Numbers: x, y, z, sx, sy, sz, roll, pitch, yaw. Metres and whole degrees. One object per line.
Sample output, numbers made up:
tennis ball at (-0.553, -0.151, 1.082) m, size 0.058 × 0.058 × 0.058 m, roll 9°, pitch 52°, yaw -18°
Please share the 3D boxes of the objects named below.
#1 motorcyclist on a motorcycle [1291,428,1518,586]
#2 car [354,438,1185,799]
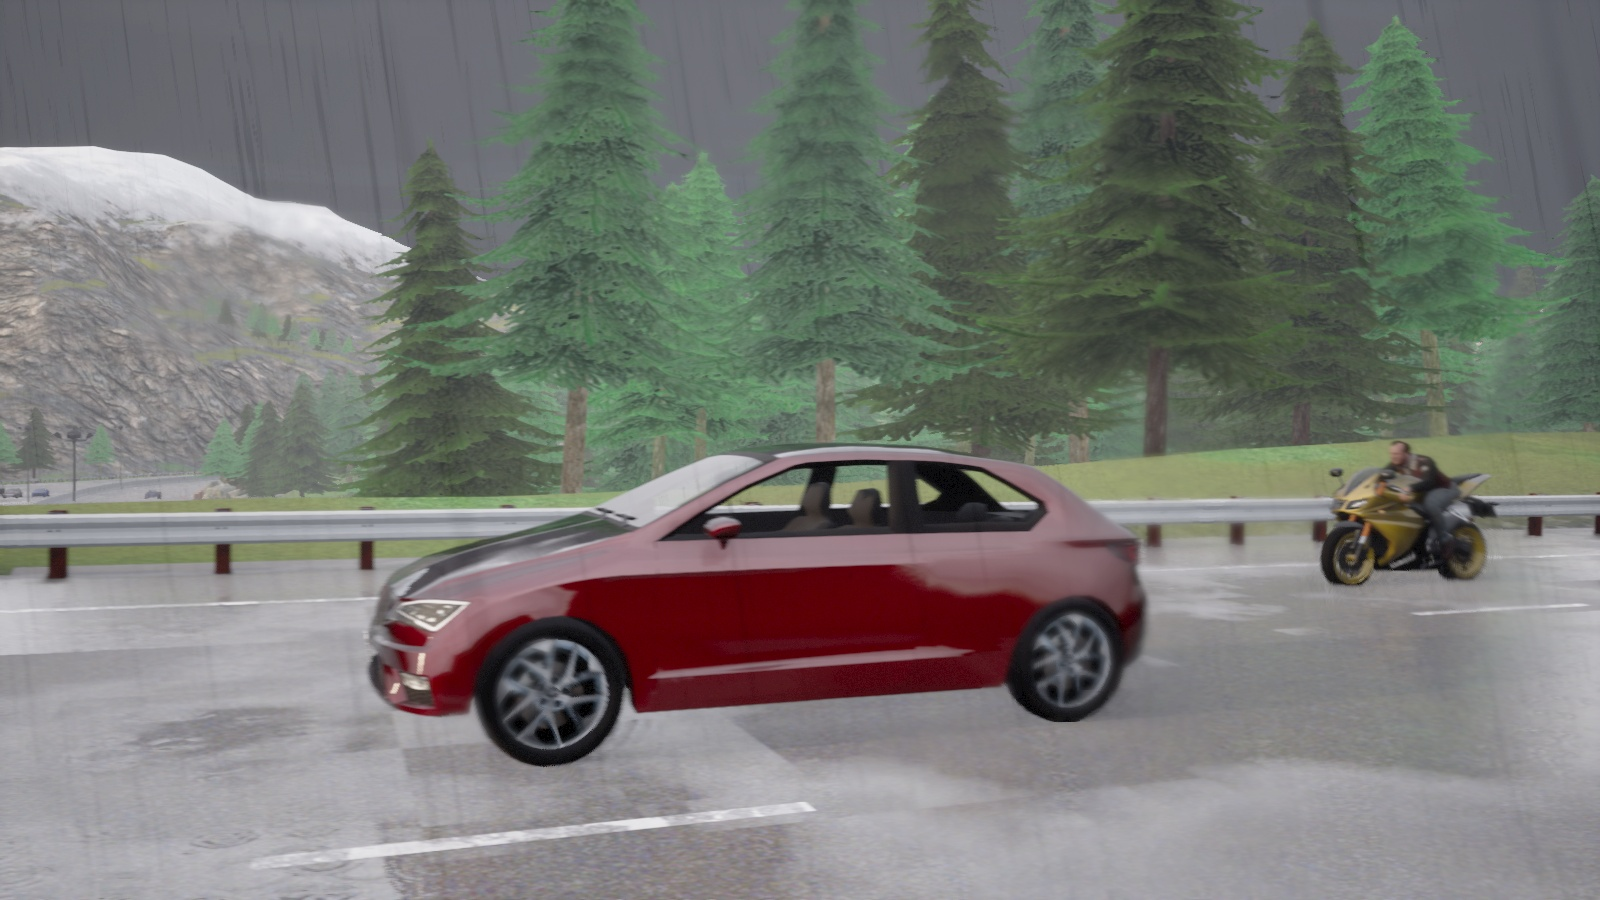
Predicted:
motorcyclist on a motorcycle at (6.323, 0.547, 13.127) m, size 2.191 × 1.530 × 0.866 m, roll -1°, pitch 1°, yaw -21°
car at (-0.199, 0.701, 6.907) m, size 4.193 × 1.474 × 1.816 m, roll -1°, pitch 1°, yaw -21°
